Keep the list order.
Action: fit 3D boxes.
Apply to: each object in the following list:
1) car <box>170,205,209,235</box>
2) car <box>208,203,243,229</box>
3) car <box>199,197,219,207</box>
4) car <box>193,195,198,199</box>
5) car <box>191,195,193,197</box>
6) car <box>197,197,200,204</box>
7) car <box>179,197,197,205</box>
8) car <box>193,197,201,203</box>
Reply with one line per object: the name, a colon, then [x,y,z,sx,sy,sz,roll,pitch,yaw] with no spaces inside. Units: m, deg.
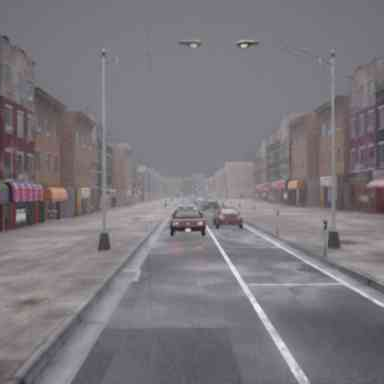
car: [-0.256,1.625,18.948,1.895,1.301,4.718,0,0,-1]
car: [2.234,1.601,21.524,1.802,1.307,4.206,0,0,-1]
car: [2.246,1.580,40.432,1.837,1.490,4.892,0,0,-1]
car: [1.476,1.695,59.955,1.752,1.417,4.829,-1,0,-1]
car: [1.263,1.672,70.717,1.967,1.590,4.097,-1,0,-1]
car: [2.112,1.631,47.431,1.812,1.442,4.674,0,0,-1]
car: [-0.713,1.695,42.042,1.895,1.301,4.718,0,0,-1]
car: [1.156,1.848,76.182,1.802,1.307,4.206,-1,0,-1]
